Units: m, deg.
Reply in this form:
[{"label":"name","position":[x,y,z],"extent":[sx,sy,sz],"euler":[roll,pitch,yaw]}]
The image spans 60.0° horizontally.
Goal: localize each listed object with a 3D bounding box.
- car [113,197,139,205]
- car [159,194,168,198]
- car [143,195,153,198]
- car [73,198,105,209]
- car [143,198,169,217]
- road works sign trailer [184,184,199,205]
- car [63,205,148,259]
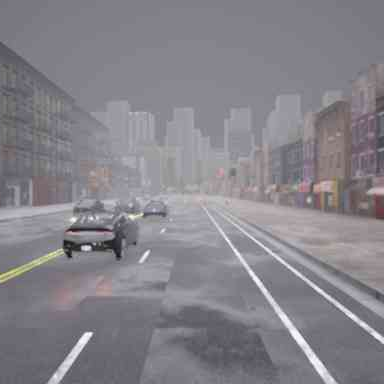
[{"label":"car","position":[-6.586,1.259,33.433],"extent":[2.097,1.767,4.553],"euler":[0,0,0]},{"label":"car","position":[-6.487,1.257,75.477],"extent":[1.812,1.442,4.674],"euler":[0,0,0]},{"label":"car","position":[-9.737,1.321,73.672],"extent":[1.812,1.442,4.674],"euler":[0,0,0]},{"label":"car","position":[-9.837,1.387,32.003],"extent":[1.882,1.535,5.008],"euler":[0,0,0]},{"label":"car","position":[-3.146,1.478,29.761],"extent":[1.994,1.385,4.181],"euler":[0,0,0]},{"label":"road works sign trailer","position":[0.010,0.347,54.540],"extent":[2.380,3.560,2.880],"euler":[0,0,0]},{"label":"car","position":[-3.148,1.453,12.334],"extent":[2.128,1.511,4.902],"euler":[0,0,0]}]
